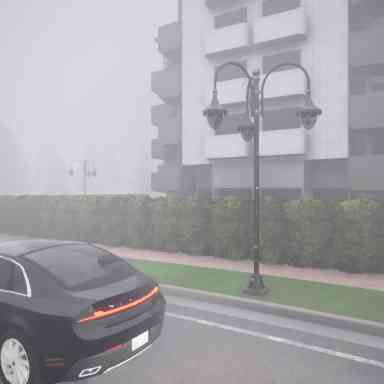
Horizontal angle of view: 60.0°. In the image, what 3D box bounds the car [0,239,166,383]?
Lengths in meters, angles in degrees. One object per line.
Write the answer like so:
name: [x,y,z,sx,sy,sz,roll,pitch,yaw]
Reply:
car: [-2.698,1.505,5.158,4.892,1.490,1.837,0,0,31]
